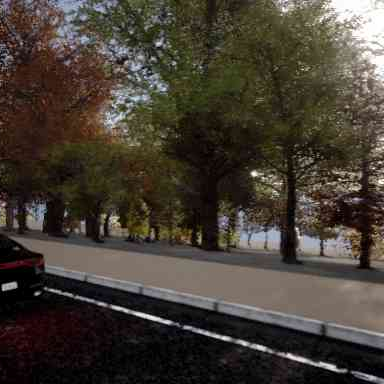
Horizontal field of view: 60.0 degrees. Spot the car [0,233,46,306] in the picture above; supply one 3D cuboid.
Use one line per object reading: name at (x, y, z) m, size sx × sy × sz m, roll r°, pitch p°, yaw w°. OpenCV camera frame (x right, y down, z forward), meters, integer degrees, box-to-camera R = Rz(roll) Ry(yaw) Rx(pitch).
car at (-5.323, 1.597, 7.483) m, size 5.008 × 1.535 × 1.882 m, roll -1°, pitch -1°, yaw 35°
